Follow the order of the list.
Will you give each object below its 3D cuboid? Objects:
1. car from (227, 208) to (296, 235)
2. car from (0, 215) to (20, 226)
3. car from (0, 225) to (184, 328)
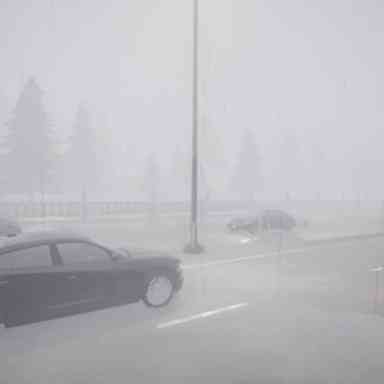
[{"bbox_3d":[4.250,1.675,19.886,4.674,1.442,1.812,1,-1,-35],"label":"car"},{"bbox_3d":[-9.860,1.539,14.162,4.674,1.442,1.812,1,-1,-35],"label":"car"},{"bbox_3d":[-2.477,1.497,6.298,5.008,1.535,1.882,0,0,-36],"label":"car"}]
